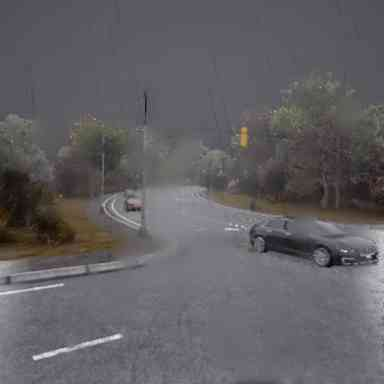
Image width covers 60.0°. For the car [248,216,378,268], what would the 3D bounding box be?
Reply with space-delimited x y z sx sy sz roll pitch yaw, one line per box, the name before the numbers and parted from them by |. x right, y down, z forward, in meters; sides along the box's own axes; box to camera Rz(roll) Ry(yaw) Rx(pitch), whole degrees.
car | 4.060 1.670 11.992 1.837 1.490 4.892 1 0 -29

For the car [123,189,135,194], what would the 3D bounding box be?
car | -11.389 0.278 59.952 1.837 1.490 4.892 1 3 -6

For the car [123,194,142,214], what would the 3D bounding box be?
car | -6.229 1.396 35.465 1.882 1.535 5.008 1 2 -18
